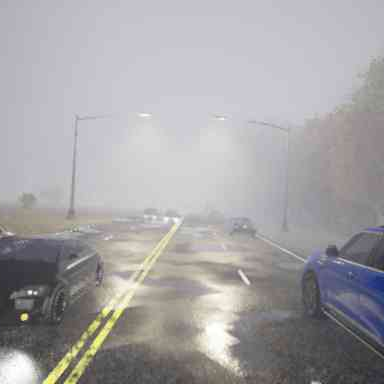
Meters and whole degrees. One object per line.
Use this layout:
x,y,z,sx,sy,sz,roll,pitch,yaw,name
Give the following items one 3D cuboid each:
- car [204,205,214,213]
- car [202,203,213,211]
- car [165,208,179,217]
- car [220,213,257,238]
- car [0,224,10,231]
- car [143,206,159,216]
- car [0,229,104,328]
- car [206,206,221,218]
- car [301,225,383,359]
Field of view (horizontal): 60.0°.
3.778,3.778,63.461,1.895,1.301,4.718,4,-1,1,car
3.921,3.746,74.484,2.150,2.045,5.566,4,-3,1,car
-2.958,3.028,49.627,1.895,1.301,4.718,3,-2,1,car
3.532,2.508,24.737,2.033,1.411,5.357,3,-3,0,car
-6.534,1.485,8.841,1.837,1.490,4.892,3,-2,0,car
-6.182,2.863,50.892,1.994,1.385,4.181,3,-2,1,car
-3.297,1.660,7.175,1.994,1.385,4.181,3,-2,0,car
3.650,3.393,52.452,1.994,1.385,4.181,3,-3,1,car
3.472,1.541,4.930,2.150,2.045,5.566,5,-2,0,car
